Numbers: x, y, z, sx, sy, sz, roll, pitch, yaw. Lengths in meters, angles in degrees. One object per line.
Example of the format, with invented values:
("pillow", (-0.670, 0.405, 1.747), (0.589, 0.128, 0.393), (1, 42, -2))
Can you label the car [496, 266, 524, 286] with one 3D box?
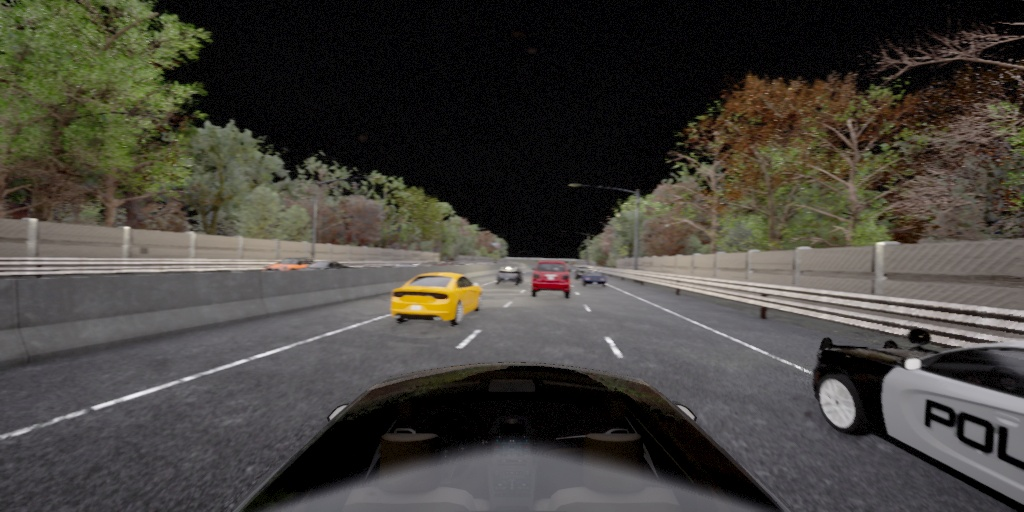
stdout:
("car", (-0.108, 1.619, 30.294), (2.128, 1.511, 4.902), (2, -1, 7))

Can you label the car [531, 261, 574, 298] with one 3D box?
("car", (2.389, 1.314, 21.786), (2.150, 2.045, 5.566), (2, -1, 7))

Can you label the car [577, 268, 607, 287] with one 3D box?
("car", (7.049, 1.963, 31.397), (1.895, 1.301, 4.718), (2, -1, 7))

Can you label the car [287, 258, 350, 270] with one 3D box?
("car", (-14.687, 1.127, 27.982), (1.882, 1.535, 5.008), (2, -1, 7))

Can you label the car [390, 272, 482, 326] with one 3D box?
("car", (-2.309, 1.296, 12.212), (1.882, 1.535, 5.008), (2, -1, 7))

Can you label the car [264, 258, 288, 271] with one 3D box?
("car", (-18.012, 0.921, 29.565), (2.097, 1.767, 4.553), (2, -1, 7))

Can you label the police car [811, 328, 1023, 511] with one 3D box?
("police car", (4.731, 1.335, 2.819), (1.930, 1.638, 5.238), (2, -1, 7))

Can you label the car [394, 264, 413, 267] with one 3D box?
("car", (-10.347, 1.436, 34.685), (1.994, 1.385, 4.181), (2, -1, 7))

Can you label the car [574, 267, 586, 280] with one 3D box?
("car", (8.396, 2.064, 42.641), (1.837, 1.490, 4.892), (2, 0, 8))
